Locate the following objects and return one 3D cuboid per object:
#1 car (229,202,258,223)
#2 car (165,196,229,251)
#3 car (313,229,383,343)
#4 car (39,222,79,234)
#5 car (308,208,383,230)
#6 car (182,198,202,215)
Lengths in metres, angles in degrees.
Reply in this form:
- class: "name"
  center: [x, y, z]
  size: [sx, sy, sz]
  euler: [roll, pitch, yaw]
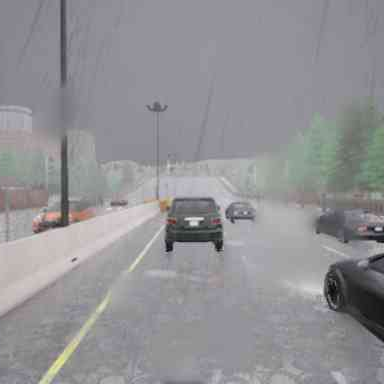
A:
- class: "car"
  center: [3.527, 1.433, 24.531]
  size: [2.033, 1.411, 5.357]
  euler: [0, 0, 0]
- class: "car"
  center: [0.067, 1.167, 14.063]
  size: [2.150, 2.045, 5.566]
  euler: [0, 0, 0]
- class: "car"
  center: [3.576, 1.522, 4.896]
  size: [1.994, 1.385, 4.181]
  euler: [0, 0, 0]
- class: "car"
  center: [-7.148, 1.328, 18.929]
  size: [2.097, 1.767, 4.553]
  euler: [0, 0, 0]
- class: "car"
  center: [7.066, 1.445, 15.116]
  size: [2.033, 1.411, 5.357]
  euler: [0, 0, 0]
- class: "car"
  center: [-0.004, 1.382, 33.073]
  size: [1.837, 1.490, 4.892]
  euler: [0, 0, 0]
